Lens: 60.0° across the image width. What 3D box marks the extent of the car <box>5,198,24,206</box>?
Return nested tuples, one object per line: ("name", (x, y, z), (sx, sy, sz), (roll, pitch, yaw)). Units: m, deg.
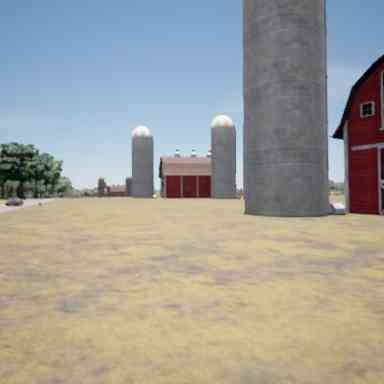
("car", (-28.326, 1.645, 53.265), (1.895, 1.301, 4.718), (0, 0, -18))
